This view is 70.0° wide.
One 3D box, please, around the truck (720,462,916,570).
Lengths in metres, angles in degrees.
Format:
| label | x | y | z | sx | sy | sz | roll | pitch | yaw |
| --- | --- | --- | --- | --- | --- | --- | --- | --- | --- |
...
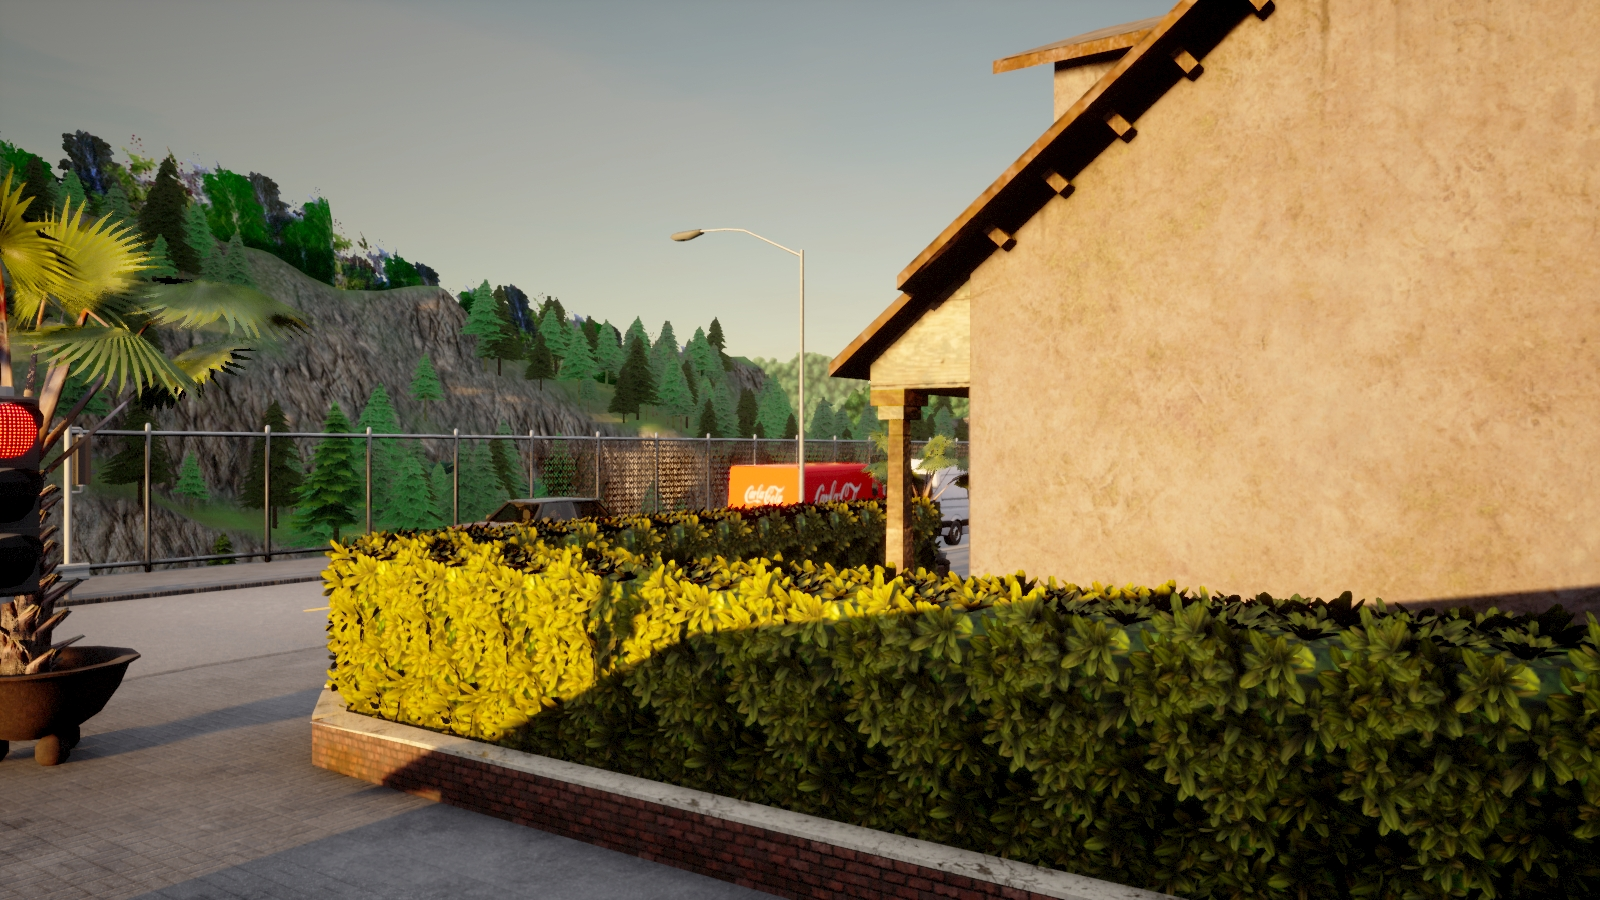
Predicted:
| label | x | y | z | sx | sy | sz | roll | pitch | yaw |
| --- | --- | --- | --- | --- | --- | --- | --- | --- | --- |
| truck | 0.584 | 1.568 | 29.600 | 2.627 | 2.467 | 5.204 | 0 | 0 | 35 |

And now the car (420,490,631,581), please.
| label | x | y | z | sx | sy | sz | roll | pitch | yaw |
| --- | --- | --- | --- | --- | --- | --- | --- | --- | --- |
| car | -6.312 | 1.906 | 26.765 | 2.097 | 1.767 | 4.553 | 0 | 0 | 35 |
